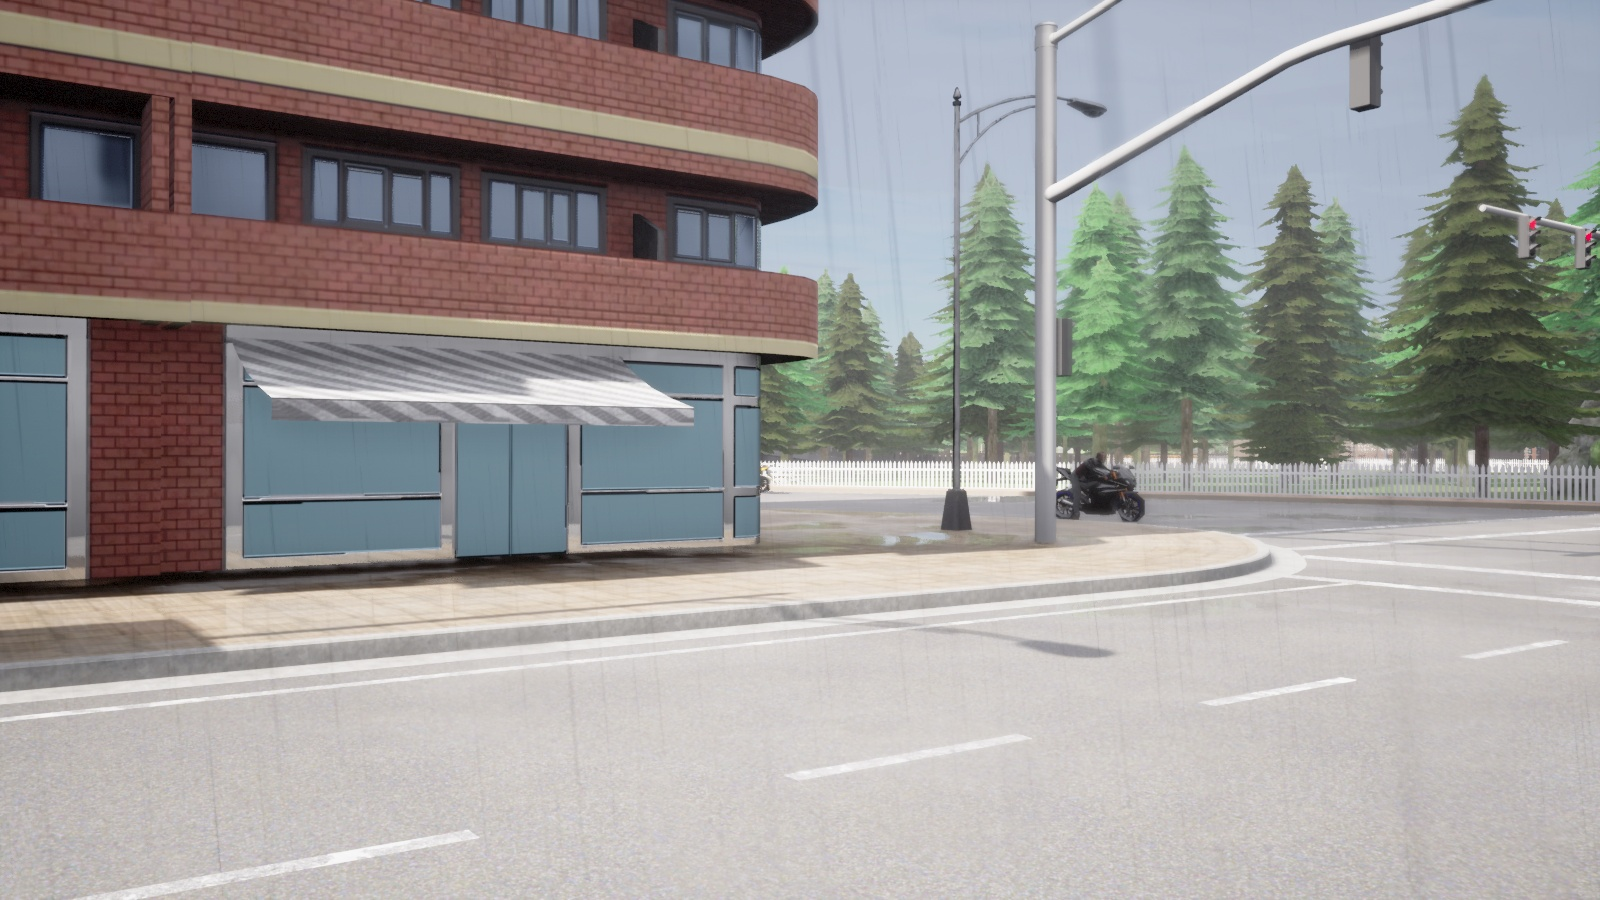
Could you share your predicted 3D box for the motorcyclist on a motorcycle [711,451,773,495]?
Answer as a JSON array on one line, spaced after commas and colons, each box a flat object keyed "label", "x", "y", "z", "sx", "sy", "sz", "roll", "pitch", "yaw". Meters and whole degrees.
[{"label": "motorcyclist on a motorcycle", "x": -2.043, "y": 0.784, "z": 44.294, "sx": 2.044, "sy": 1.523, "sz": 0.797, "roll": 0, "pitch": 0, "yaw": 21}]

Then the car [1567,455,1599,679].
[{"label": "car", "x": 7.398, "y": 0.764, "z": 8.794, "sx": 4.193, "sy": 1.474, "sz": 1.816, "roll": 0, "pitch": 0, "yaw": -33}]

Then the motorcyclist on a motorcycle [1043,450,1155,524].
[{"label": "motorcyclist on a motorcycle", "x": 6.403, "y": 0.777, "z": 27.009, "sx": 2.191, "sy": 1.530, "sz": 0.866, "roll": 0, "pitch": 0, "yaw": 42}]
